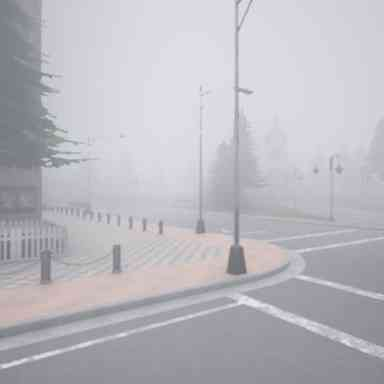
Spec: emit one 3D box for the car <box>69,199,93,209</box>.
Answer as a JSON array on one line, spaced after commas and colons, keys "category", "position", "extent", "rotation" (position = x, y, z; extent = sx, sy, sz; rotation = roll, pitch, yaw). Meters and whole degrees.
[{"category": "car", "position": [-14.617, 1.575, 43.822], "extent": [1.895, 1.301, 4.718], "rotation": [0, 0, -34]}]
